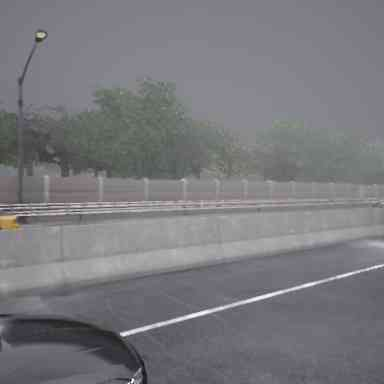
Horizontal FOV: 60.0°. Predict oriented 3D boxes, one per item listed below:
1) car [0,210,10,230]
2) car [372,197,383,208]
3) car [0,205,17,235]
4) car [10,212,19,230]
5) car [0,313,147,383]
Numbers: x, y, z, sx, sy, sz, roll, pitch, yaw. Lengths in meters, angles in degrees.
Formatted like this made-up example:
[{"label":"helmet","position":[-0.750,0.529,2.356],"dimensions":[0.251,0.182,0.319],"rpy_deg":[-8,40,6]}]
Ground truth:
[{"label":"car","position":[-9.091,1.224,10.405],"dimensions":[5.566,2.045,2.150],"rpy_deg":[0,0,-35]},{"label":"car","position":[25.634,1.376,43.622],"dimensions":[4.553,1.767,2.097],"rpy_deg":[0,0,-35]},{"label":"car","position":[-11.856,1.506,17.030],"dimensions":[4.892,1.490,1.837],"rpy_deg":[0,0,-35]},{"label":"car","position":[-10.085,1.479,13.994],"dimensions":[5.008,1.535,1.882],"rpy_deg":[0,0,-35]},{"label":"car","position":[-2.586,1.493,1.901],"dimensions":[4.902,1.511,2.128],"rpy_deg":[0,0,-35]}]
